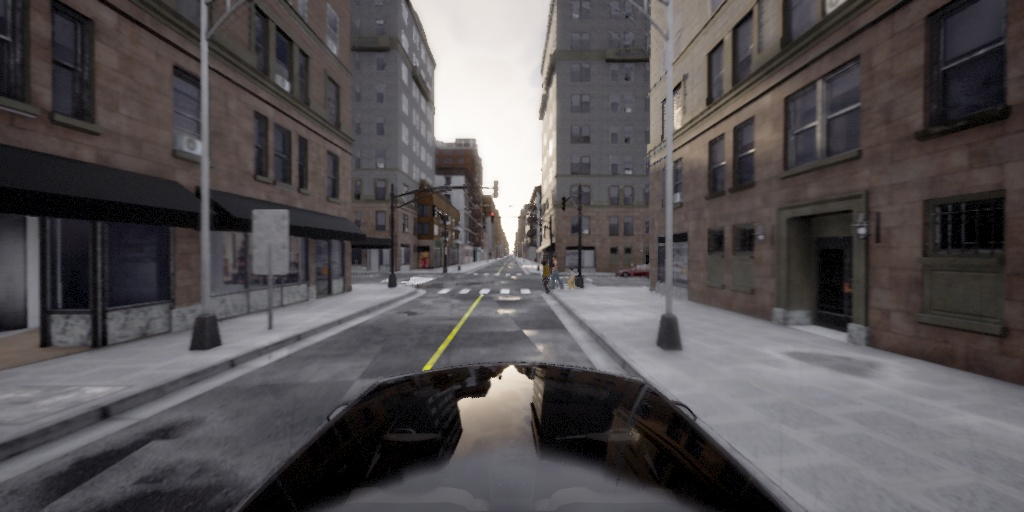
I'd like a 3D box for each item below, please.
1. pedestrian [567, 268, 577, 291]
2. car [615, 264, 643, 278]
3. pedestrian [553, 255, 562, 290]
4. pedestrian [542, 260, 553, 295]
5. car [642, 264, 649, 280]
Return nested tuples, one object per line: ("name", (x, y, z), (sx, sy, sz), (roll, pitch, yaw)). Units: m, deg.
("pedestrian", (3.163, 1.145, 18.737), (0.375, 1.300, 0.375), (0, 0, 0))
("car", (11.621, 1.386, 32.940), (4.207, 1.307, 1.802), (0, 0, 0))
("pedestrian", (2.355, 0.865, 19.334), (0.375, 1.860, 0.375), (0, 0, 0))
("pedestrian", (1.719, 1.016, 18.135), (0.375, 1.860, 0.375), (0, 0, 0))
("car", (11.595, 1.418, 24.415), (4.403, 1.370, 2.007), (0, 0, 0))
